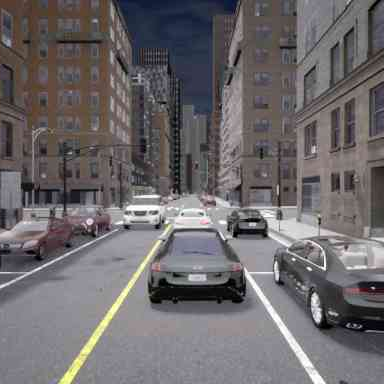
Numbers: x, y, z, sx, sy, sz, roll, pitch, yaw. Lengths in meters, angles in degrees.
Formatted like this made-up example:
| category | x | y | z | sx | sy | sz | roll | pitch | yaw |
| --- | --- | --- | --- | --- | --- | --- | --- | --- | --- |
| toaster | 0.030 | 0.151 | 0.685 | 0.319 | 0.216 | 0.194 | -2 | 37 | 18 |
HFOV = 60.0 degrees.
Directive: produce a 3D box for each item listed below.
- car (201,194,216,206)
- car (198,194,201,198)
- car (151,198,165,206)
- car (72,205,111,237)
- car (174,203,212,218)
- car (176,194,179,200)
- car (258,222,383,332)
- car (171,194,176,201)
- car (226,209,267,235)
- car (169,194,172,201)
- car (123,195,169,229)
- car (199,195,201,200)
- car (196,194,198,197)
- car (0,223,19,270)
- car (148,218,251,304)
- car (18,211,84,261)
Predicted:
| category | x | y | z | sx | sy | sz | roll | pitch | yaw |
| --- | --- | --- | --- | --- | --- | --- | --- | --- | --- |
| car | 2.927 | 1.486 | 54.835 | 1.967 | 1.590 | 4.097 | 0 | 0 | 0 |
| car | 2.980 | 1.538 | 76.470 | 1.967 | 1.590 | 4.097 | 0 | 0 | 0 |
| car | -5.598 | 1.628 | 54.854 | 1.802 | 1.307 | 4.206 | 0 | 0 | 0 |
| car | -5.658 | 1.444 | 17.751 | 1.967 | 1.590 | 4.097 | 0 | 0 | 0 |
| car | 0.046 | 1.529 | 16.966 | 1.812 | 1.442 | 4.674 | 0 | 0 | 1 |
| car | -5.504 | 1.474 | 92.714 | 2.192 | 1.841 | 5.009 | 0 | 0 | 0 |
| car | 2.859 | 1.552 | 6.742 | 2.008 | 1.369 | 4.403 | 0 | 0 | 0 |
| car | -5.531 | 1.641 | 81.726 | 1.752 | 1.417 | 4.829 | 0 | 0 | 0 |
| car | 2.867 | 1.570 | 17.744 | 1.947 | 1.339 | 4.313 | 0 | 0 | 0 |
| car | -5.570 | 1.619 | 65.670 | 2.008 | 1.369 | 4.403 | 0 | 0 | 0 |
| car | -2.985 | 1.221 | 21.835 | 2.150 | 2.045 | 5.566 | 0 | 0 | 0 |
| car | 2.954 | 1.619 | 65.652 | 2.008 | 1.369 | 4.403 | 0 | 0 | 0 |
| car | 3.020 | 1.474 | 92.698 | 2.192 | 1.841 | 5.009 | 0 | 0 | 0 |
| car | -5.666 | 1.567 | 6.748 | 1.947 | 1.339 | 4.313 | 0 | 0 | 0 |
| car | 0.088 | 1.565 | 8.207 | 1.994 | 1.385 | 4.181 | 0 | 0 | 0 |
| car | -5.662 | 1.584 | 12.249 | 1.802 | 1.307 | 4.206 | 0 | 0 | 0 |
